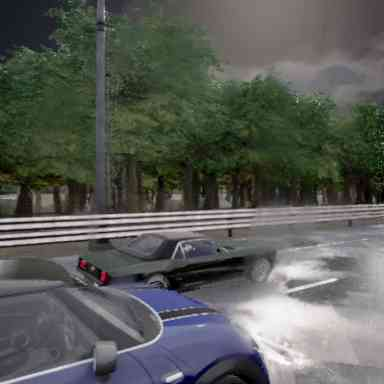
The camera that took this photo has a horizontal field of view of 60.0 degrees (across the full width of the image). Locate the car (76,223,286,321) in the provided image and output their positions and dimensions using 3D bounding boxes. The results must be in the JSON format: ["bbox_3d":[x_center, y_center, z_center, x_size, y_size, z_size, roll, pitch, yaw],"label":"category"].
[{"bbox_3d":[-0.089,1.595,7.916,4.718,1.301,1.895,0,0,-35],"label":"car"}]

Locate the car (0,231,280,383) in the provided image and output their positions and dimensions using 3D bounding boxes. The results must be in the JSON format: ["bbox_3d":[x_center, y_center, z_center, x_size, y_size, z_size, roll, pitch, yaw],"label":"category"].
[{"bbox_3d":[-1.468,1.348,2.651,4.553,1.767,2.097,0,0,-36],"label":"car"}]
